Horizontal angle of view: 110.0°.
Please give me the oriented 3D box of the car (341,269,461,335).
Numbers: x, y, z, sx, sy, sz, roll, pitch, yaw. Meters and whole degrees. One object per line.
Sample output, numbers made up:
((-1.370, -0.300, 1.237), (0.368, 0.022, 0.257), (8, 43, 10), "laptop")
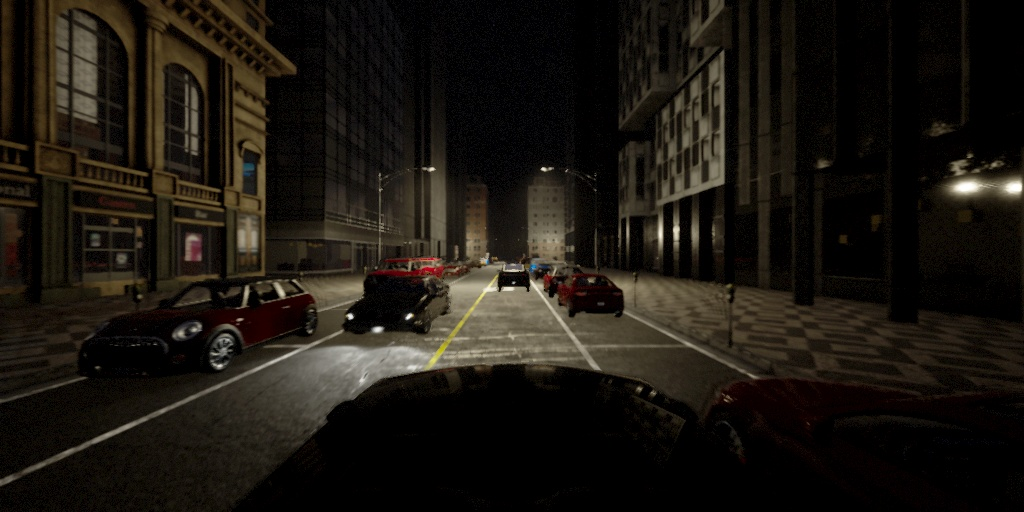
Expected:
((-3.042, 1.299, 10.818), (2.033, 1.411, 5.357), (0, 0, 1), "car")

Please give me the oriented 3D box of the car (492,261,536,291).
((0.099, 1.244, 21.835), (2.128, 1.511, 4.902), (0, 0, 0), "car")

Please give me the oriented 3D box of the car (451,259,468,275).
((-5.861, 1.201, 35.545), (1.967, 1.591, 4.097), (0, 0, 0), "car")

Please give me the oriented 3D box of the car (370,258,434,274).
((-5.860, 1.067, 18.627), (2.192, 1.841, 5.009), (0, 0, 0), "car")

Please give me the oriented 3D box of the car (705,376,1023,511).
((2.667, 1.332, 1.697), (1.802, 1.307, 4.207), (0, 0, 0), "car")

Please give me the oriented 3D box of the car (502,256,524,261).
((0.096, 1.129, 45.256), (2.097, 1.767, 4.553), (0, 0, 0), "car")

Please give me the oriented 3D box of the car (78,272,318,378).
((-5.859, 1.191, 7.348), (1.967, 1.591, 4.097), (0, 0, 0), "car")

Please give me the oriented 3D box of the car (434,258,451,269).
((-5.860, 1.068, 24.266), (2.192, 1.841, 5.009), (0, 0, 0), "car")

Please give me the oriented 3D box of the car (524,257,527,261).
((2.667, 1.319, 52.651), (1.751, 1.417, 4.829), (0, 0, 1), "car")

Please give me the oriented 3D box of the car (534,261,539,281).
((2.665, 1.321, 29.891), (1.948, 1.339, 4.313), (0, 0, 0), "car")

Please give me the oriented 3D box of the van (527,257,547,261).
((2.664, 1.102, 35.530), (1.690, 1.789, 3.998), (0, 0, 0), "van")

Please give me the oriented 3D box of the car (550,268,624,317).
((2.666, 1.296, 12.975), (1.888, 1.381, 4.507), (0, 0, 0), "car")

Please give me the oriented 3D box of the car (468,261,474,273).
((-5.862, 1.209, 41.183), (1.967, 1.591, 4.097), (0, 0, 0), "car")

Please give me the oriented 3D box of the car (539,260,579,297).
((2.666, 1.191, 18.614), (1.967, 1.591, 4.097), (0, 0, 0), "car")

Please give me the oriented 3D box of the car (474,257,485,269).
((-5.867, 1.334, 57.895), (1.751, 1.417, 4.829), (0, 0, 1), "car")
